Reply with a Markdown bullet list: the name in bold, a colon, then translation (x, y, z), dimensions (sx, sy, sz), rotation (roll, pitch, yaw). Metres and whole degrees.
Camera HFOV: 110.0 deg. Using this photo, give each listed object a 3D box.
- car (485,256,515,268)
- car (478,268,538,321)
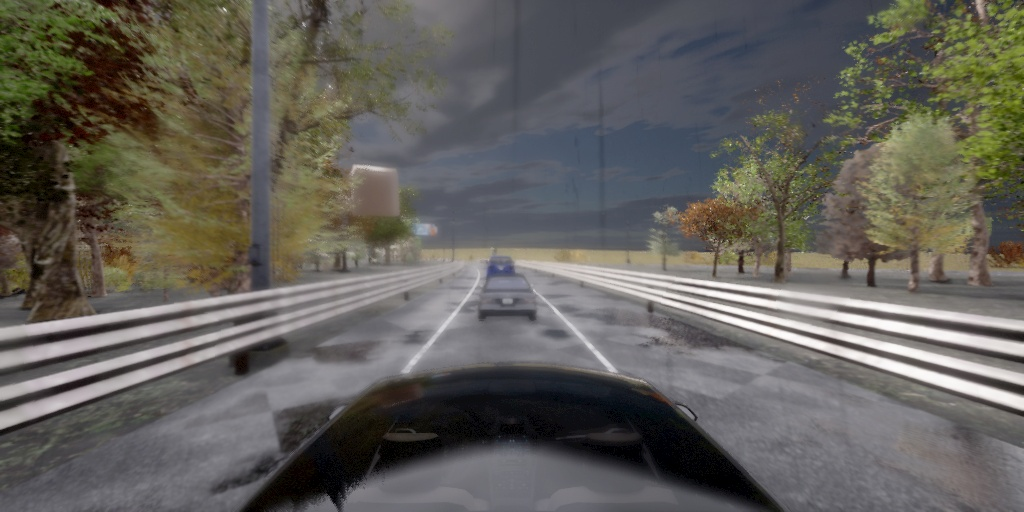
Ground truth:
- **car**: translation (-0.925, 0.996, 28.582), dimensions (2.150, 2.045, 5.566), rotation (0, 0, -3)
- **car**: translation (-0.171, 1.306, 12.506), dimensions (2.033, 1.411, 5.357), rotation (0, 0, -1)
